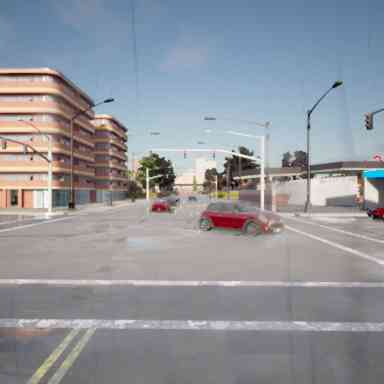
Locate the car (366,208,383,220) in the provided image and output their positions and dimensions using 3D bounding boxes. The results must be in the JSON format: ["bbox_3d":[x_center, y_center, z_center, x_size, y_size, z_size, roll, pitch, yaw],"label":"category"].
[{"bbox_3d":[16.543,1.596,26.403,4.718,1.301,1.895,0,0,1],"label":"car"}]

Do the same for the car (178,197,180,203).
[{"bbox_3d":[-3.497,1.588,67.401,1.895,1.301,4.718,0,0,0],"label":"car"}]

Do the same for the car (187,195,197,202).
[{"bbox_3d":[0.022,1.325,70.785,1.812,1.442,4.674,0,0,0],"label":"car"}]

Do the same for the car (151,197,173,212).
[{"bbox_3d":[-3.587,1.593,38.323,1.895,1.301,4.718,0,0,0],"label":"car"}]

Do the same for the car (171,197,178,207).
[{"bbox_3d":[-3.576,1.495,52.033,1.837,1.490,4.892,0,0,0],"label":"car"}]

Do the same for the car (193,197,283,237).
[{"bbox_3d":[2.583,1.328,18.063,4.553,1.767,2.097,0,0,42],"label":"car"}]
